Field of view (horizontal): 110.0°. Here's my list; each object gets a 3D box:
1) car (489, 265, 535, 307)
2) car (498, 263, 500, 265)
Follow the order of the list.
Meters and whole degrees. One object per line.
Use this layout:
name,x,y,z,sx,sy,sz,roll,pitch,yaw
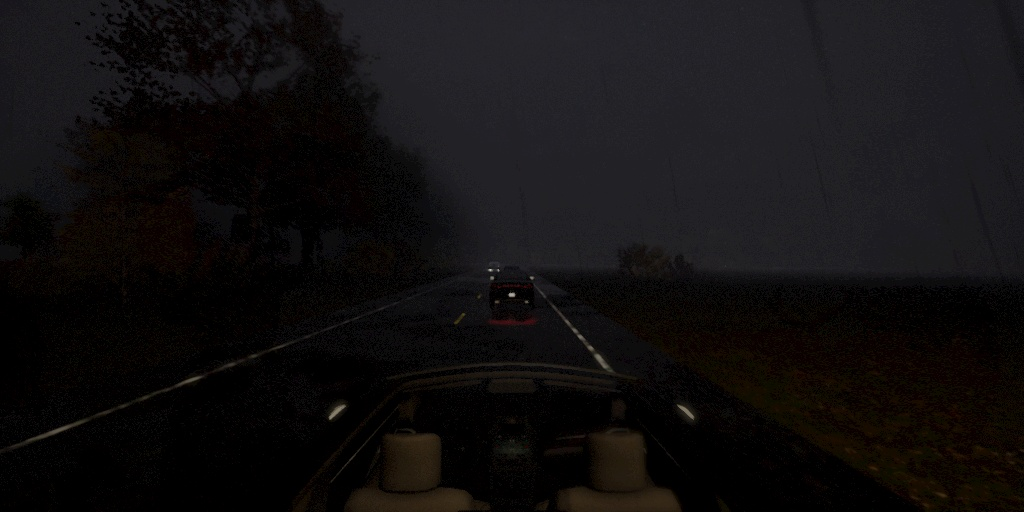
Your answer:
car,0.004,1.365,16.327,1.882,1.535,5.008,0,0,0
car,0.000,1.532,31.156,1.837,1.490,4.892,0,0,0
